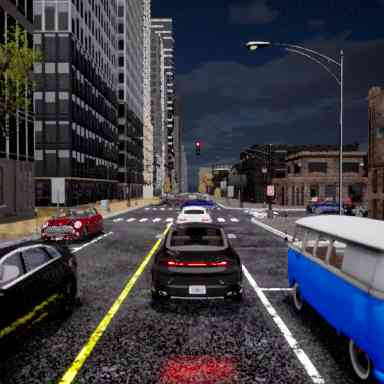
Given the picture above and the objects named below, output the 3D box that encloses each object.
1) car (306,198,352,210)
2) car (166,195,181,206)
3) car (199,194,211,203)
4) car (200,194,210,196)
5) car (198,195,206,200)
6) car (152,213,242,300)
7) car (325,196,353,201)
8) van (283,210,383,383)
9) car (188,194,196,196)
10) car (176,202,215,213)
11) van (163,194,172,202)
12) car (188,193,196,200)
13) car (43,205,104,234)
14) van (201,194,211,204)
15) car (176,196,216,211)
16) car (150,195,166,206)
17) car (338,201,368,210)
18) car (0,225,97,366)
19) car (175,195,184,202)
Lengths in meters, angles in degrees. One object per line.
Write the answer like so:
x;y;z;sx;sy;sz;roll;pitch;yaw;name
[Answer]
14.850;1.684;36.849;4.181;1.385;1.994;1;1;1;car
-3.039;1.550;54.510;1.994;1.385;4.181;0;0;0;car
2.740;1.298;71.000;2.192;1.841;5.009;-1;0;0;car
2.732;1.425;59.712;1.967;1.590;4.097;-1;0;0;car
2.765;1.531;93.576;2.008;1.369;4.403;-1;0;0;car
0.105;1.502;8.382;1.837;1.490;4.892;0;0;0;car
16.563;1.411;39.410;5.009;1.841;2.192;1;0;1;car
2.680;1.340;5.091;1.690;1.788;3.998;-1;0;0;van
0.075;1.504;81.023;1.812;1.442;4.674;0;0;0;car
0.111;1.520;18.739;1.812;1.442;4.674;0;0;0;car
-5.601;1.323;76.707;1.690;1.788;3.998;-1;0;0;van
0.084;1.257;91.027;2.097;1.767;4.553;0;0;0;car
-5.689;1.435;16.183;1.967;1.590;4.097;-1;0;0;car
2.736;1.325;65.356;1.690;1.788;3.998;-1;0;0;van
0.684;1.515;37.358;1.812;1.442;4.674;-1;1;-41;car
-5.790;1.512;53.960;1.752;1.417;4.829;-1;0;0;car
16.446;1.793;31.034;4.313;1.339;1.947;1;0;1;car
-3.097;1.490;4.514;2.128;1.511;4.902;0;0;0;car
-2.927;1.534;77.924;1.994;1.385;4.181;0;0;0;car
